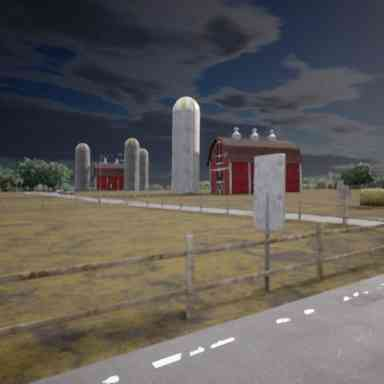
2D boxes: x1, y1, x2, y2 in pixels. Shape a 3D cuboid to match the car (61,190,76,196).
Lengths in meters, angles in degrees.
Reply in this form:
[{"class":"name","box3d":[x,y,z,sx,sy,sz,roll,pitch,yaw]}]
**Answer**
[{"class":"car","box3d":[-32.743,0.312,89.036,1.895,1.301,4.718,1,1,-35]}]
